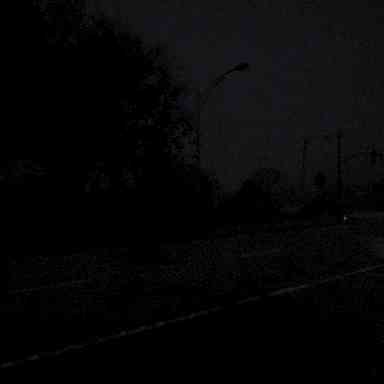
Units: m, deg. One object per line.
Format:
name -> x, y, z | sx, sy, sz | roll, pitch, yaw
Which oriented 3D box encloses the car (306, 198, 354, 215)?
car -> 13.938, 1.420, 33.860 | 1.837, 1.490, 4.892 | 0, 1, -32
